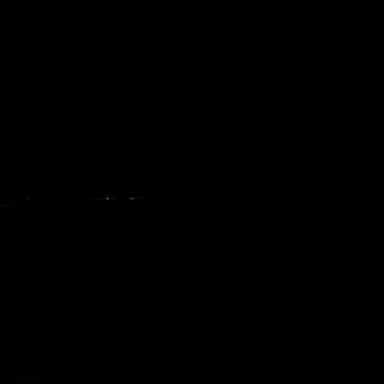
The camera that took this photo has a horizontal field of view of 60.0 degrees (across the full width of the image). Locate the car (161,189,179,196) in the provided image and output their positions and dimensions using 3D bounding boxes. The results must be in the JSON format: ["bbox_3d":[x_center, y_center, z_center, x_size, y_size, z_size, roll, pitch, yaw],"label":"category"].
[{"bbox_3d":[-4.772,0.128,73.016,2.128,1.511,4.902,1,2,35],"label":"car"}]

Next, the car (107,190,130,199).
[{"bbox_3d":[-13.292,0.582,61.025,1.994,1.385,4.181,1,2,35],"label":"car"}]

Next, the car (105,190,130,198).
[{"bbox_3d":[-14.584,0.413,65.281,1.812,1.442,4.674,1,2,36],"label":"car"}]

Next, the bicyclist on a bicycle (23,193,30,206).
[{"bbox_3d":[-21.328,0.982,42.822,1.656,1.620,0.582,0,1,35],"label":"bicyclist on a bicycle"}]
